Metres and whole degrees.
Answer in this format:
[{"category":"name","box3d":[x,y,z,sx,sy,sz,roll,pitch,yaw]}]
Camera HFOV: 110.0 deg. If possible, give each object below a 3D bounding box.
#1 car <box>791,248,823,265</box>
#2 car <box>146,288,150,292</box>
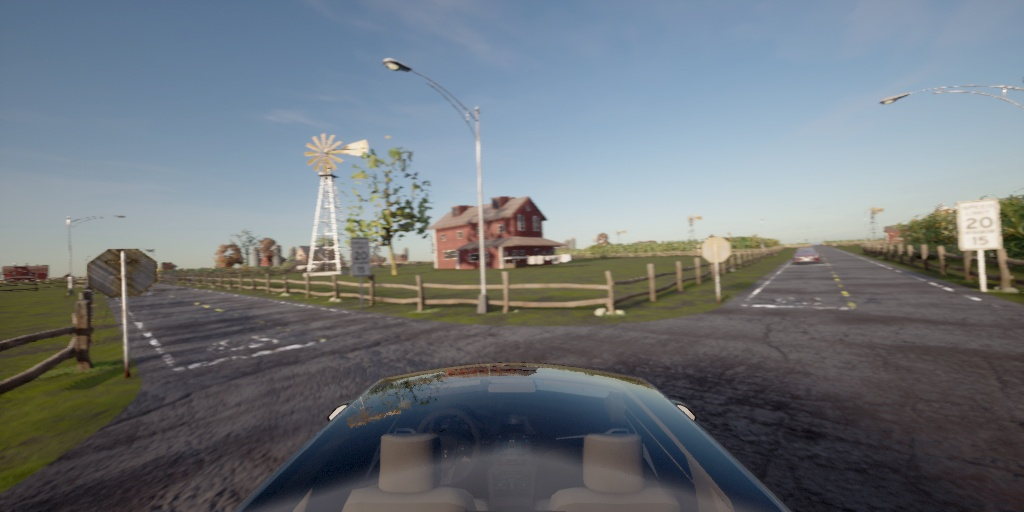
[{"category":"car","box3d":[26.915,-0.022,32.779,1.812,1.442,4.674,-4,-1,40]},{"category":"car","box3d":[-36.140,2.802,34.246,4.181,1.385,1.994,-3,0,41]}]
